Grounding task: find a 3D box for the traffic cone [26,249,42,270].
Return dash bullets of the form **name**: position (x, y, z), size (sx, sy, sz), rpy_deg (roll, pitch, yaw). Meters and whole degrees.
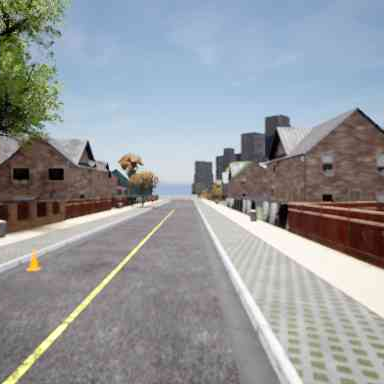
- **traffic cone**: position (-4.675, 1.991, 9.852), size (0.340, 0.580, 0.340), rpy_deg (0, 0, 0)
